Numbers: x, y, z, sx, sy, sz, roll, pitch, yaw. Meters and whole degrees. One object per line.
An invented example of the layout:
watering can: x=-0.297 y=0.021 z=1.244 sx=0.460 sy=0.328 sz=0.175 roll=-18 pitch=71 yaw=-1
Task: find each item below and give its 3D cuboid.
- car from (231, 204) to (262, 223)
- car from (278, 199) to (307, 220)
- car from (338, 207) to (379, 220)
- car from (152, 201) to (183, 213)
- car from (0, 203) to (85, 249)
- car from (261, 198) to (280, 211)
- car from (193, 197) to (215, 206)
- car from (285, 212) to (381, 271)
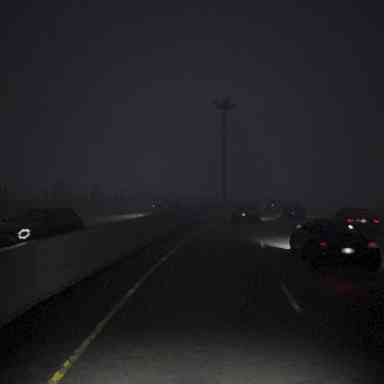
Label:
car: x=4.320 y=1.625 z=26.100 sx=1.994 sy=1.385 sz=4.181 roll=0 pitch=0 yaw=17
car: x=8.802 y=1.558 z=28.685 sx=1.882 sy=1.535 sz=5.008 roll=0 pitch=0 yaw=18
car: x=9.832 y=1.616 z=20.256 sx=2.033 sy=1.411 sz=5.357 roll=0 pitch=0 yaw=14
car: x=-2.744 y=1.661 z=38.225 sx=1.895 sy=1.301 sz=4.718 roll=0 pitch=0 yaw=22
car: x=-5.962 y=1.356 z=12.789 sx=2.097 sy=1.767 sz=4.553 roll=0 pitch=0 yaw=8
car: x=10.639 y=1.613 z=41.701 sx=2.163 sy=1.488 sz=4.792 roll=0 pitch=0 yaw=27
car: x=2.049 y=1.611 z=55.291 sx=1.837 sy=1.490 sz=4.892 roll=0 pitch=0 yaw=32
car: x=4.574 y=1.599 z=11.183 sx=1.994 sy=1.385 sz=4.181 roll=0 pitch=0 yaw=7
